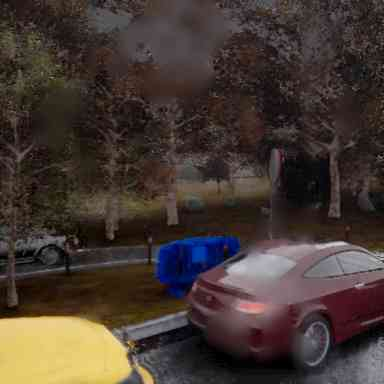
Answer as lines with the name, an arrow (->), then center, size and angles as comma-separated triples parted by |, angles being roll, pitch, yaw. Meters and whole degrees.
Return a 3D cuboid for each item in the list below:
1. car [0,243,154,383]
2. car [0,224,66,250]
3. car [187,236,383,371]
car -> -2.878, 1.481, 1.993 | 5.366, 1.575, 1.946 | -1, 1, -33
car -> -6.227, 1.709, 10.641 | 4.181, 1.385, 1.994 | 0, 0, -33
car -> 2.114, 1.484, 5.563 | 4.674, 1.452, 2.002 | -1, 0, -33
